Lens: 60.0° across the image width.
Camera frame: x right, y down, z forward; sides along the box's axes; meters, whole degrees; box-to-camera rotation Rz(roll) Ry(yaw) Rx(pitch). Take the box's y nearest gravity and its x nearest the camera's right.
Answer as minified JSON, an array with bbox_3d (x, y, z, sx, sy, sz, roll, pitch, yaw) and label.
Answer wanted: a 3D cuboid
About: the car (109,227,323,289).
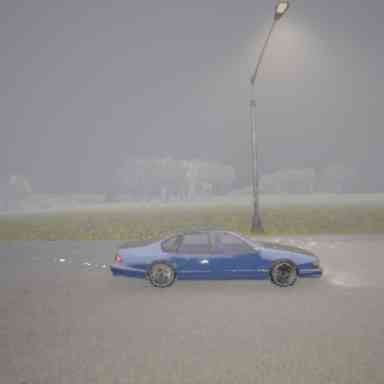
[{"bbox_3d":[0.581,1.679,8.987,5.357,1.411,2.033,0,-2,-1],"label":"car"}]
